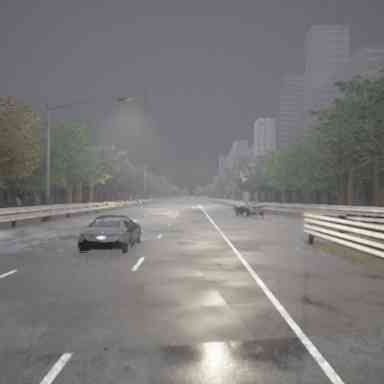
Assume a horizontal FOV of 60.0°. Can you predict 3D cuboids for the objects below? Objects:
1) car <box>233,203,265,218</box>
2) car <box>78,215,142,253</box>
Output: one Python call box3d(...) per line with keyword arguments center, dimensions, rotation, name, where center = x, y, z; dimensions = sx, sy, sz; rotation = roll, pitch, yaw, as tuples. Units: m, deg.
box3d(center=(5.833, 1.874, 34.649), dimensions=(2.128, 1.511, 4.902), rotation=(0, -1, -14), name="car")
box3d(center=(-3.399, 1.699, 14.446), dimensions=(1.994, 1.385, 4.181), rotation=(0, -1, 0), name="car")
